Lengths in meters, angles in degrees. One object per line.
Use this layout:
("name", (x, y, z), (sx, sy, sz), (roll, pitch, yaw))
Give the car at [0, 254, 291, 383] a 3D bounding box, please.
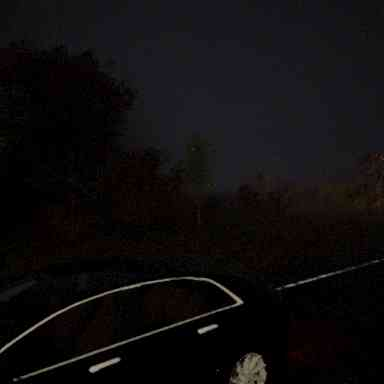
("car", (-1.100, 1.491, 3.209), (4.892, 1.490, 1.837), (-1, 1, -36))
